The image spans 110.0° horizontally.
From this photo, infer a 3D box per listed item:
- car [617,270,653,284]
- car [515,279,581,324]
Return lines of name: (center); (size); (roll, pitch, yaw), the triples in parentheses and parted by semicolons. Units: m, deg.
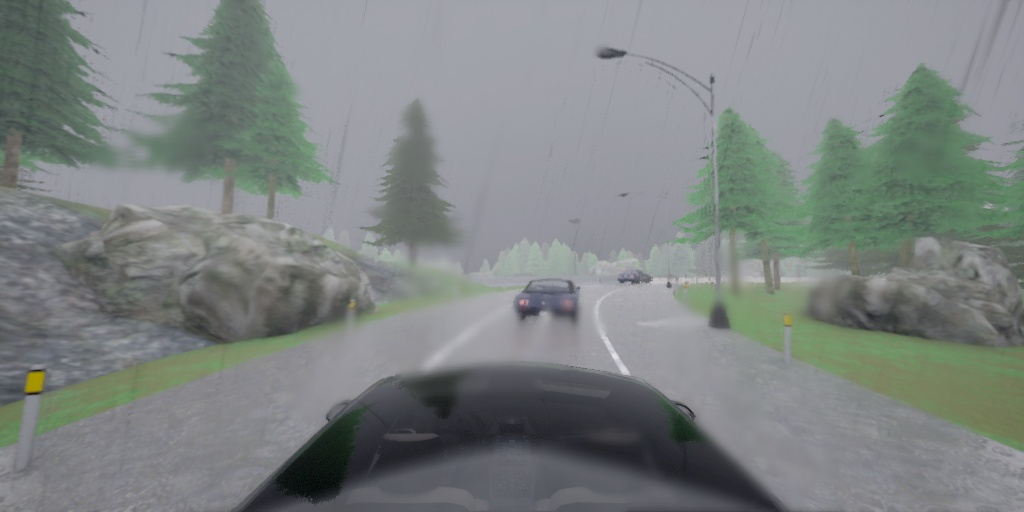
car: (12.224, 2.078, 35.536); (2.033, 1.411, 5.357); (-3, -5, 39)
car: (1.432, 1.438, 12.488); (1.895, 1.301, 4.718); (0, -1, 12)
